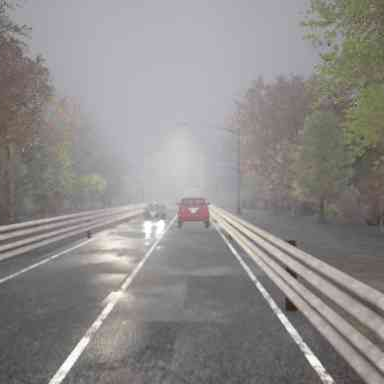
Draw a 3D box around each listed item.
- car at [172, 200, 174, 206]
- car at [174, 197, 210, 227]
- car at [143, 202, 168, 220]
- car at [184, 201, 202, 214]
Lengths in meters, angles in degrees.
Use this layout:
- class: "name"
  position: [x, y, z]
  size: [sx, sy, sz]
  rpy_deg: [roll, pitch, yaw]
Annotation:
- class: "car"
  position: [-3.238, 2.163, 71.470]
  size: [2.097, 1.767, 4.553]
  rpy_deg: [0, -1, 0]
- class: "car"
  position: [0.108, 1.363, 24.123]
  size: [2.150, 2.045, 5.566]
  rpy_deg: [-1, -1, 1]
- class: "car"
  position: [-3.334, 1.723, 30.929]
  size: [2.128, 1.511, 4.902]
  rpy_deg: [0, -1, 0]
- class: "car"
  position: [0.113, 1.908, 42.865]
  size: [2.128, 1.511, 4.902]
  rpy_deg: [0, -1, 0]
